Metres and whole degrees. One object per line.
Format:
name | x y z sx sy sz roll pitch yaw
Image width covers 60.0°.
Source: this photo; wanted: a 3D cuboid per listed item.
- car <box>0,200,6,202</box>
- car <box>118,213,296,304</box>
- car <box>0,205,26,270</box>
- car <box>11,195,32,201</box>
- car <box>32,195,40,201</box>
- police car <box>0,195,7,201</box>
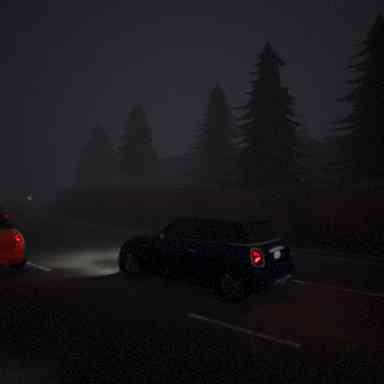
car | -13.402 1.517 22.091 2.033 1.411 5.357 0 0 -38
car | 0.177 1.366 8.493 4.553 1.767 2.097 0 0 39
car | -6.868 1.336 10.016 4.553 1.767 2.097 0 0 42
car | -40.873 1.397 78.897 1.882 1.535 5.008 0 0 1
car | -40.605 1.406 84.640 1.882 1.535 5.008 0 0 4
police car | -40.570 1.333 69.431 1.930 1.638 5.238 0 0 -5
